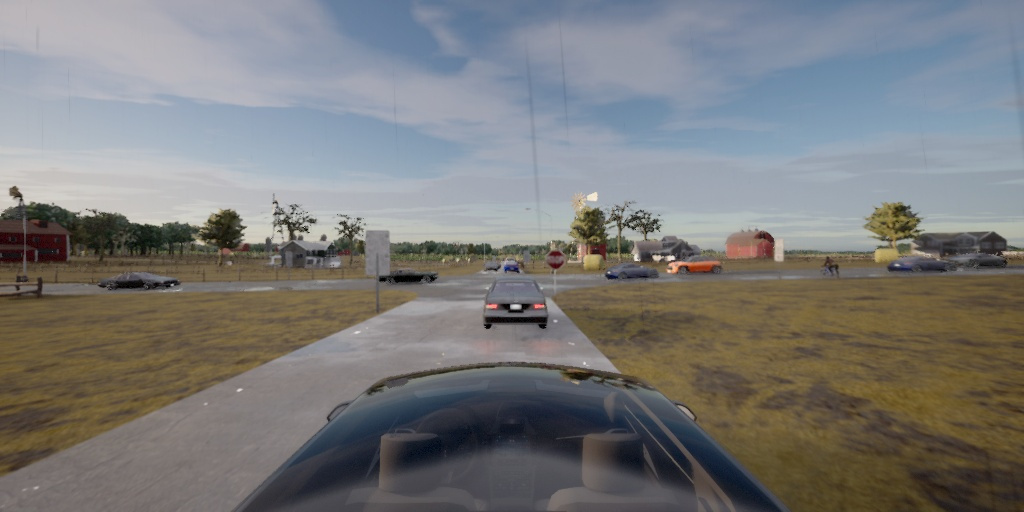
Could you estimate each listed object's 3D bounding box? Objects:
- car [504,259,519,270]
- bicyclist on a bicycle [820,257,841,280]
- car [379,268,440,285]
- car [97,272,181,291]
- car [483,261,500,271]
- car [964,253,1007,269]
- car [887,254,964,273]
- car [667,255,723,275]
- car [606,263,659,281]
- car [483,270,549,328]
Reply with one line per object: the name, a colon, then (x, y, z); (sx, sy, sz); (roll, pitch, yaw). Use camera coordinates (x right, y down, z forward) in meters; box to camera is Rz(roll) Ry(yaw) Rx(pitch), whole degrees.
car: (-0.061, 1.495, 48.865); (1.882, 1.535, 5.008); (0, 0, -2)
bicyclist on a bicycle: (22.839, 0.875, 25.734); (0.582, 1.620, 1.656); (-1, -1, 0)
car: (-8.411, 1.651, 29.579); (4.718, 1.301, 1.895); (-2, 0, 0)
car: (-30.653, 2.065, 29.528); (5.357, 1.411, 2.033); (-1, 1, 0)
car: (-3.014, 1.542, 51.945); (1.837, 1.490, 4.892); (0, 0, -1)
car: (42.901, 0.431, 33.342); (4.181, 1.385, 1.994); (-1, 1, 0)
car: (33.849, 0.687, 29.649); (4.181, 1.385, 1.994); (-1, 1, 0)
car: (16.848, 0.816, 33.314); (4.553, 1.767, 2.097); (-1, 1, 0)
car: (9.799, 1.245, 29.265); (4.181, 1.385, 1.994); (-1, 1, -13)
car: (0.094, 1.348, 11.589); (2.033, 1.411, 5.357); (0, 0, 0)
